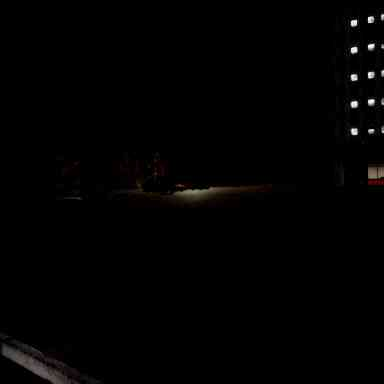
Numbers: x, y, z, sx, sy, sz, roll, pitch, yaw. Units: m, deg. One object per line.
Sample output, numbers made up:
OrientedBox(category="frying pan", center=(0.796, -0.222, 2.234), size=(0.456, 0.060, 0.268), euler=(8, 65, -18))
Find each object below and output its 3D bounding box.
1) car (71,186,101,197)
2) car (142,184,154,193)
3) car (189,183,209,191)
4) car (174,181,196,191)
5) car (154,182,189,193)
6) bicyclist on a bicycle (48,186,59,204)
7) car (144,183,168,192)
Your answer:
OrientedBox(category="car", center=(-14.938, -0.072, 47.109), size=(1.812, 1.442, 4.674), euler=(0, 3, 32))
OrientedBox(category="car", center=(-6.020, -0.584, 55.419), size=(2.033, 1.411, 5.357), euler=(0, 2, 30))
OrientedBox(category="car", center=(1.537, -0.965, 62.228), size=(1.895, 1.301, 4.718), euler=(0, 2, 29))
OrientedBox(category="car", center=(-1.339, -1.200, 63.743), size=(2.097, 1.767, 4.553), euler=(0, 2, 29))
OrientedBox(category="car", center=(-3.241, -0.592, 53.731), size=(2.033, 1.411, 5.357), euler=(0, 2, 30))
OrientedBox(category="bicyclist on a bicycle", center=(-12.661, 0.252, 30.264), size=(1.656, 1.620, 0.582), euler=(-1, 2, 33))
OrientedBox(category="car", center=(-6.603, -0.822, 60.997), size=(1.837, 1.490, 4.892), euler=(0, 2, 30))
